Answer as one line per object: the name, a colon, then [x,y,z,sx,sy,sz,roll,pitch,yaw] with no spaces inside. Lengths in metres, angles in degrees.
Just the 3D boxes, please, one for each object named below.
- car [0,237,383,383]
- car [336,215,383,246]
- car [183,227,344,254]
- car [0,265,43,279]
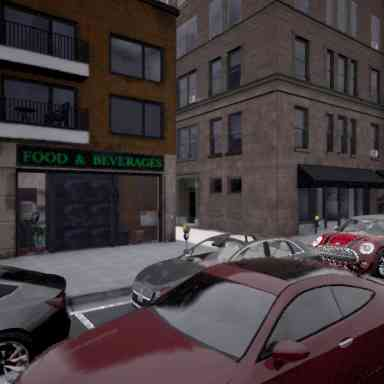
car: [0.664,1.525,3.545,4.674,1.442,1.812,0,0,-35]
car: [5.406,1.442,10.037,4.097,1.590,1.967,0,0,-35]
car: [0.910,1.551,6.836,4.403,1.369,2.008,0,0,-35]
car: [-3.585,1.566,3.635,4.313,1.339,1.947,0,0,-35]
